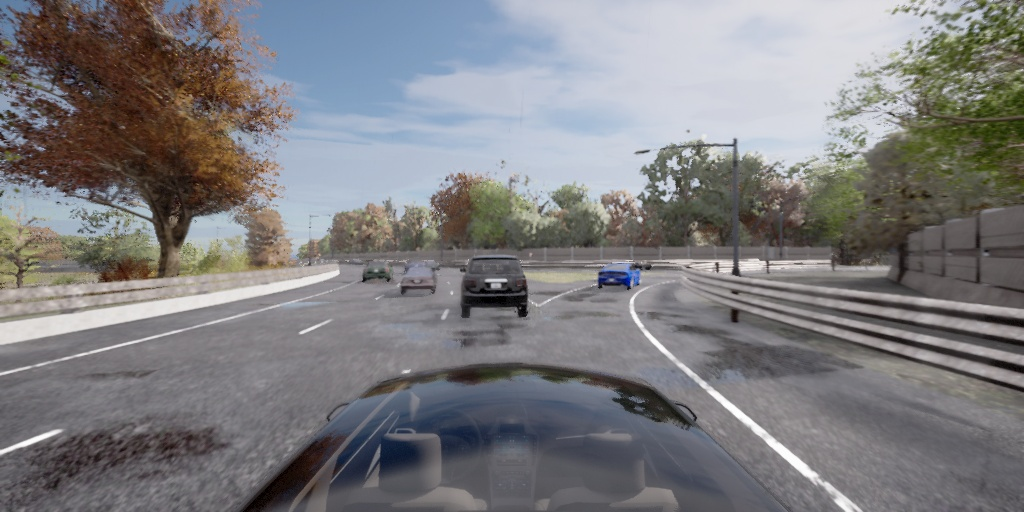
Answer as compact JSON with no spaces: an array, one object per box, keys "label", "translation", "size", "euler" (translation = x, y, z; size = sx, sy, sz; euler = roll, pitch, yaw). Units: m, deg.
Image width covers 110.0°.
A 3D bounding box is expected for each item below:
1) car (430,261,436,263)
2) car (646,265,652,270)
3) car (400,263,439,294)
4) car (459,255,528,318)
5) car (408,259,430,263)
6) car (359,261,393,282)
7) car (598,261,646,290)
[{"label":"car","translation":[-11.737,1.376,51.084],"size":[1.994,1.385,4.181],"euler":[0,0,-26]},{"label":"car","translation":[14.701,1.336,44.578],"size":[4.718,1.301,1.895],"euler":[0,0,5]},{"label":"car","translation":[-5.247,1.325,20.615],"size":[2.033,1.411,5.357],"euler":[0,0,-10]},{"label":"car","translation":[-0.755,0.975,13.339],"size":[2.150,2.045,5.566],"euler":[0,0,-6]},{"label":"car","translation":[-11.337,1.162,41.871],"size":[2.097,1.767,4.553],"euler":[0,0,-22]},{"label":"car","translation":[-11.009,1.161,29.665],"size":[2.097,1.767,4.553],"euler":[0,0,-15]},{"label":"car","translation":[6.770,1.190,22.316],"size":[1.882,1.535,5.008],"euler":[-1,0,29]}]
